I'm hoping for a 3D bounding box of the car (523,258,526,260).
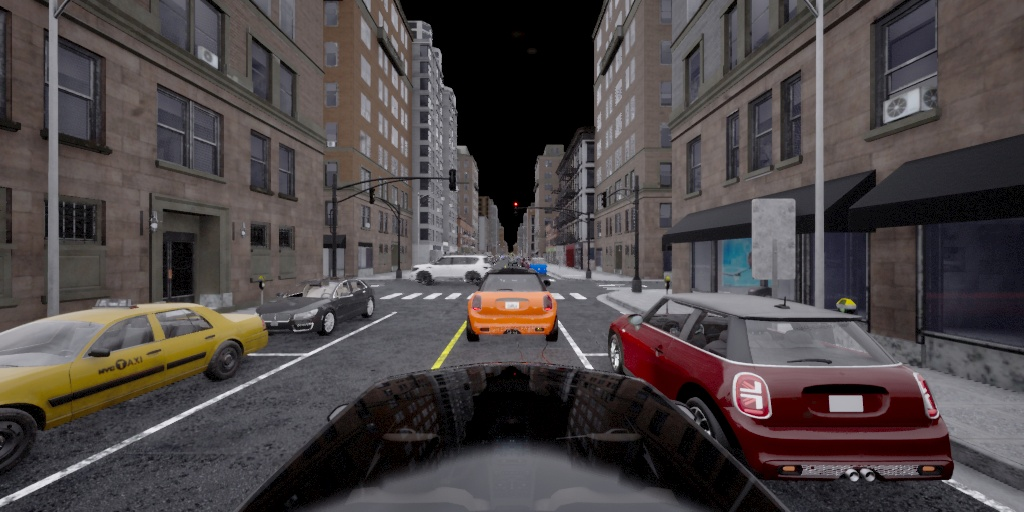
[{"bbox_3d":[2.709,1.329,48.735,1.802,1.307,4.207,0,0,0],"label":"car"}]

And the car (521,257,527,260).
[{"bbox_3d":[2.726,1.325,60.098,1.802,1.307,4.207,0,0,0],"label":"car"}]

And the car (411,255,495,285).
[{"bbox_3d":[-4.192,0.953,25.199,5.566,2.045,2.150,0,0,0],"label":"car"}]

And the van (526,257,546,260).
[{"bbox_3d":[2.692,1.089,37.373,1.690,1.789,3.998,0,0,0],"label":"van"}]

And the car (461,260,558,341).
[{"bbox_3d":[0.023,1.102,9.993,2.097,1.767,4.553,0,0,0],"label":"car"}]

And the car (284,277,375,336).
[{"bbox_3d":[-5.375,1.300,10.295,2.007,1.370,4.403,0,0,0],"label":"car"}]

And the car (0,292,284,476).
[{"bbox_3d":[-5.383,1.275,4.606,1.751,1.417,4.829,0,0,0],"label":"car"}]

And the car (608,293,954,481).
[{"bbox_3d":[2.642,1.190,4.773,1.967,1.591,4.097,0,0,0],"label":"car"}]
